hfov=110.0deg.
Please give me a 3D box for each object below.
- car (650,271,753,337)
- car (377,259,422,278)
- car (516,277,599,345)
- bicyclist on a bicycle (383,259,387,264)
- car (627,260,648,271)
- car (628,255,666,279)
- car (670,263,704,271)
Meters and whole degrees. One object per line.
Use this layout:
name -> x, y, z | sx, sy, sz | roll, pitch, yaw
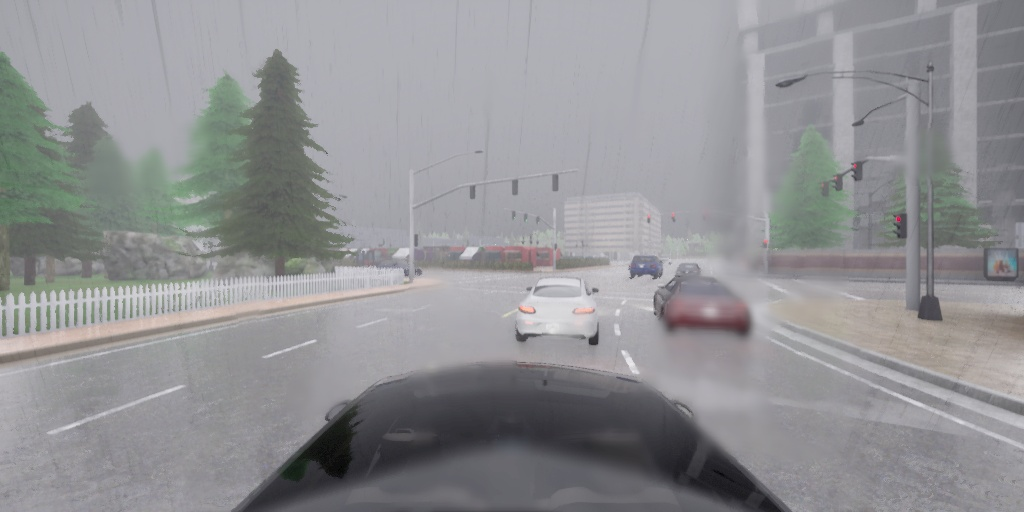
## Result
car -> 5.307, 1.301, 10.435 | 1.994, 1.385, 4.181 | 0, 0, 17
car -> -10.654, 1.111, 33.885 | 4.553, 1.767, 2.097 | 0, 0, 30
car -> 1.285, 1.265, 9.431 | 1.812, 1.442, 4.674 | 0, 0, 11
bicyclist on a bicycle -> -15.686, 1.196, 44.312 | 0.582, 1.620, 1.656 | 0, 0, -22
car -> 17.058, 1.283, 48.594 | 1.895, 1.301, 4.718 | 0, 0, 29
car -> 12.121, 0.976, 32.205 | 2.150, 2.045, 5.566 | 0, 0, 29
car -> 14.432, 1.303, 29.176 | 2.033, 1.411, 5.357 | 0, 0, 29
